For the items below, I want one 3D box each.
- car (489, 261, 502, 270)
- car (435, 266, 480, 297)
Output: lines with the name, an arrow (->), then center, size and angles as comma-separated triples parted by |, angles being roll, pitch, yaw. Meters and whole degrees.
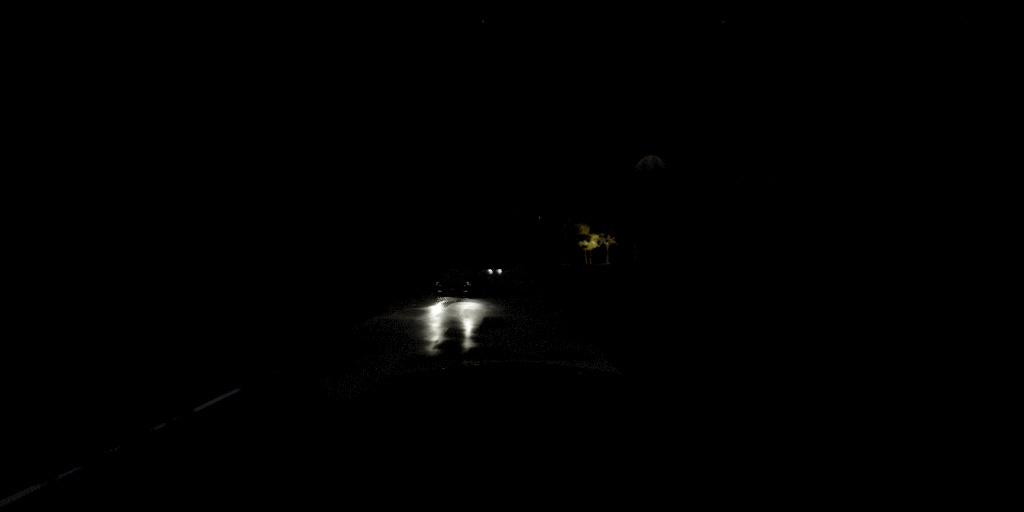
car -> -2.766, 1.595, 60.995 | 1.837, 1.490, 4.892 | 0, 0, 1
car -> -2.842, 1.306, 19.518 | 1.882, 1.535, 5.008 | 0, 0, 0
